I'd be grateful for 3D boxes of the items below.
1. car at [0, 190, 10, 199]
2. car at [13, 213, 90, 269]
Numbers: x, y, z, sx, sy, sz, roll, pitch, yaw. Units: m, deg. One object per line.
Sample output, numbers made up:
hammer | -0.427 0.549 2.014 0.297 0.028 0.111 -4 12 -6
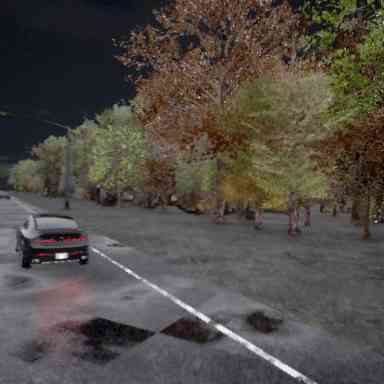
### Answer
car | -42.262 0.753 75.038 2.097 1.767 4.553 2 0 -30
car | -4.761 1.477 11.145 1.837 1.490 4.892 2 0 -30
